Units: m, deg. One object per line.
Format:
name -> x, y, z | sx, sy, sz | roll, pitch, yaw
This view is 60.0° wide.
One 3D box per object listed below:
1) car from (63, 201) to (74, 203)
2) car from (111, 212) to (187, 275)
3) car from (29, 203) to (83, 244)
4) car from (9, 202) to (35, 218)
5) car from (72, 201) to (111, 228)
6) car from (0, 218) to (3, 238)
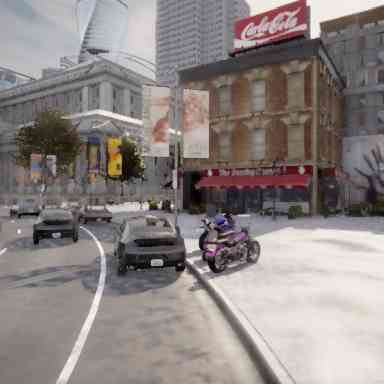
car -> -10.641, 1.511, 29.304 | 2.002, 1.452, 4.674 | 0, 0, -38
car -> -1.487, 1.503, 10.572 | 1.837, 1.490, 4.892 | 0, 0, -15
car -> -6.487, 1.512, 15.880 | 1.837, 1.490, 4.892 | 0, 0, -22
car -> -15.085, 1.560, 30.024 | 1.994, 1.385, 4.181 | 0, 0, -40
car -> -7.348, 1.589, 24.614 | 1.895, 1.301, 4.718 | 0, 0, -28
car -> -9.710, 1.358, 14.515 | 2.097, 1.767, 4.553 | 0, 0, -22
